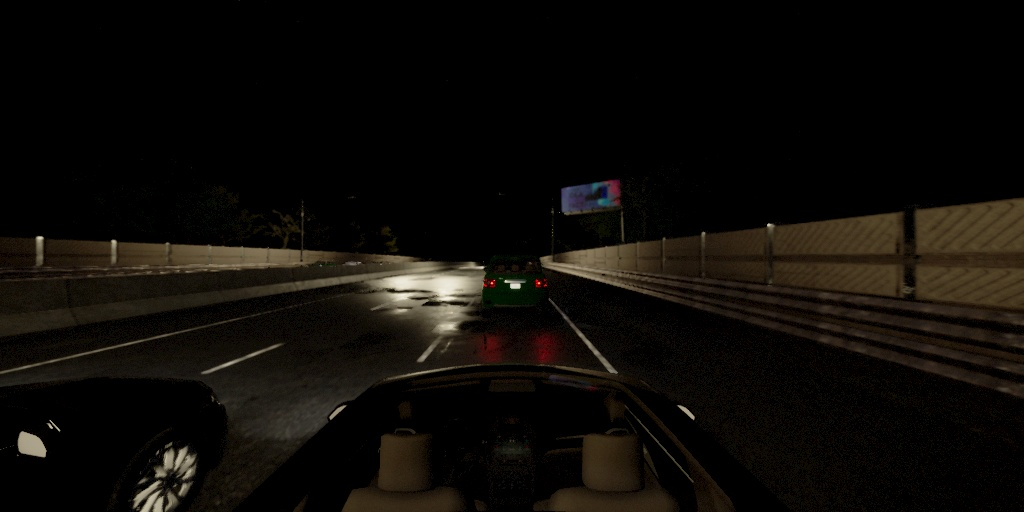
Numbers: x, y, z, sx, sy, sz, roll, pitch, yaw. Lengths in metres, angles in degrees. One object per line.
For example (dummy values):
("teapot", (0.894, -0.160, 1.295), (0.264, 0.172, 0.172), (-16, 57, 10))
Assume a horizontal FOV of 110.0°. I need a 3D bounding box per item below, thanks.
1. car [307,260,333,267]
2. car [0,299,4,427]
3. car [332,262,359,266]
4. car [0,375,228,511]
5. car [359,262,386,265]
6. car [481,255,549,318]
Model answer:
("car", (-24.573, 1.344, 46.468), (2.097, 1.767, 4.553), (0, 0, 0))
("car", (-6.900, 1.255, 1.772), (1.837, 1.490, 4.892), (0, 0, 0))
("car", (-21.074, 1.493, 47.322), (2.128, 1.511, 4.902), (0, -1, 0))
("car", (-3.401, 1.255, 1.133), (1.837, 1.490, 4.892), (0, 0, 0))
("car", (-17.577, 1.473, 46.781), (1.882, 1.535, 5.008), (0, -1, 0))
("car", (0.100, 0.990, 13.282), (2.150, 2.045, 5.566), (0, 0, 0))
